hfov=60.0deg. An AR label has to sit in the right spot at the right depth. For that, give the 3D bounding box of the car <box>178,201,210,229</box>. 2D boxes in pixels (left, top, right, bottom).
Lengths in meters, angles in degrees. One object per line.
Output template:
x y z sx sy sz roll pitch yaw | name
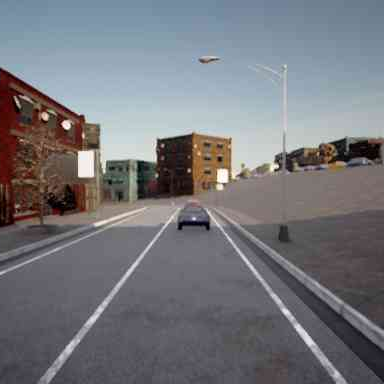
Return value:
0.118 1.526 21.522 1.994 1.385 4.181 0 0 0 | car

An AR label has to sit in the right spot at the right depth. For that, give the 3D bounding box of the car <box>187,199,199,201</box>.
0.109 1.522 39.894 1.812 1.442 4.674 0 0 0 | car

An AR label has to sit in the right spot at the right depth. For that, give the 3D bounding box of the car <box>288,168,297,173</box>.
21.784 -4.146 67.160 2.231 1.521 4.892 0 1 -1 | car

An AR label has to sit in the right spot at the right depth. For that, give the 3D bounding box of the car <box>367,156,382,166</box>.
23.565 -3.594 39.367 2.163 1.488 4.792 0 1 -6 | car

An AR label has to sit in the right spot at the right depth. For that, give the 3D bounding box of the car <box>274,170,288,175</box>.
21.555 -4.419 78.097 2.185 1.767 4.553 0 1 -1 | car

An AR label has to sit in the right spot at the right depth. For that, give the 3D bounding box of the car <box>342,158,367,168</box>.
22.950 -3.862 45.057 2.185 1.767 4.553 0 1 -5 | car

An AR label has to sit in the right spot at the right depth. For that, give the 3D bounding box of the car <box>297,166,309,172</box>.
21.909 -4.060 61.642 2.231 1.521 4.892 0 1 -1 | car

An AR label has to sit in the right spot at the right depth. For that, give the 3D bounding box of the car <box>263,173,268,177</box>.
21.321 -4.565 89.263 2.185 1.767 4.553 0 1 -1 | car

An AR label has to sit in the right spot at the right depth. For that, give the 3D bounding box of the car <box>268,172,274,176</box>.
21.440 -4.325 83.590 2.002 1.452 4.674 0 1 -1 | car

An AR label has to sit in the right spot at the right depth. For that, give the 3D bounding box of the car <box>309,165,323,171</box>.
22.138 -3.915 56.101 2.002 1.452 4.674 0 1 -2 | car

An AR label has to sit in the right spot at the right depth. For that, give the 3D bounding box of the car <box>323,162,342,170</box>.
22.486 -3.846 50.563 2.097 1.535 5.008 0 1 -4 | car
